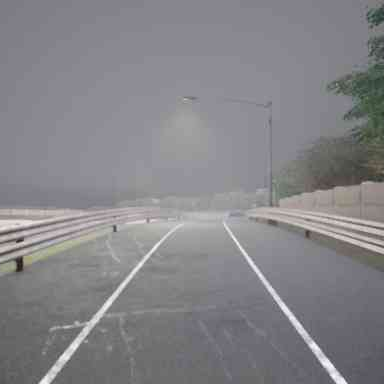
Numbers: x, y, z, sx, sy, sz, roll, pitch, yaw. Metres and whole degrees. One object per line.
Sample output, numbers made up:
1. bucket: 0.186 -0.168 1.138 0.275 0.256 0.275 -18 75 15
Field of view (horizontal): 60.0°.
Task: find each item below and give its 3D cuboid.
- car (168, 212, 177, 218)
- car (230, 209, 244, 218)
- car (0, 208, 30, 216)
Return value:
1. car: -5.205 4.189 61.521 2.033 1.411 5.357 -3 -5 42
2. car: 11.317 5.457 84.352 2.150 2.045 5.566 -2 -4 27
3. car: -24.749 2.971 45.252 5.008 1.535 1.882 3 -4 -33
